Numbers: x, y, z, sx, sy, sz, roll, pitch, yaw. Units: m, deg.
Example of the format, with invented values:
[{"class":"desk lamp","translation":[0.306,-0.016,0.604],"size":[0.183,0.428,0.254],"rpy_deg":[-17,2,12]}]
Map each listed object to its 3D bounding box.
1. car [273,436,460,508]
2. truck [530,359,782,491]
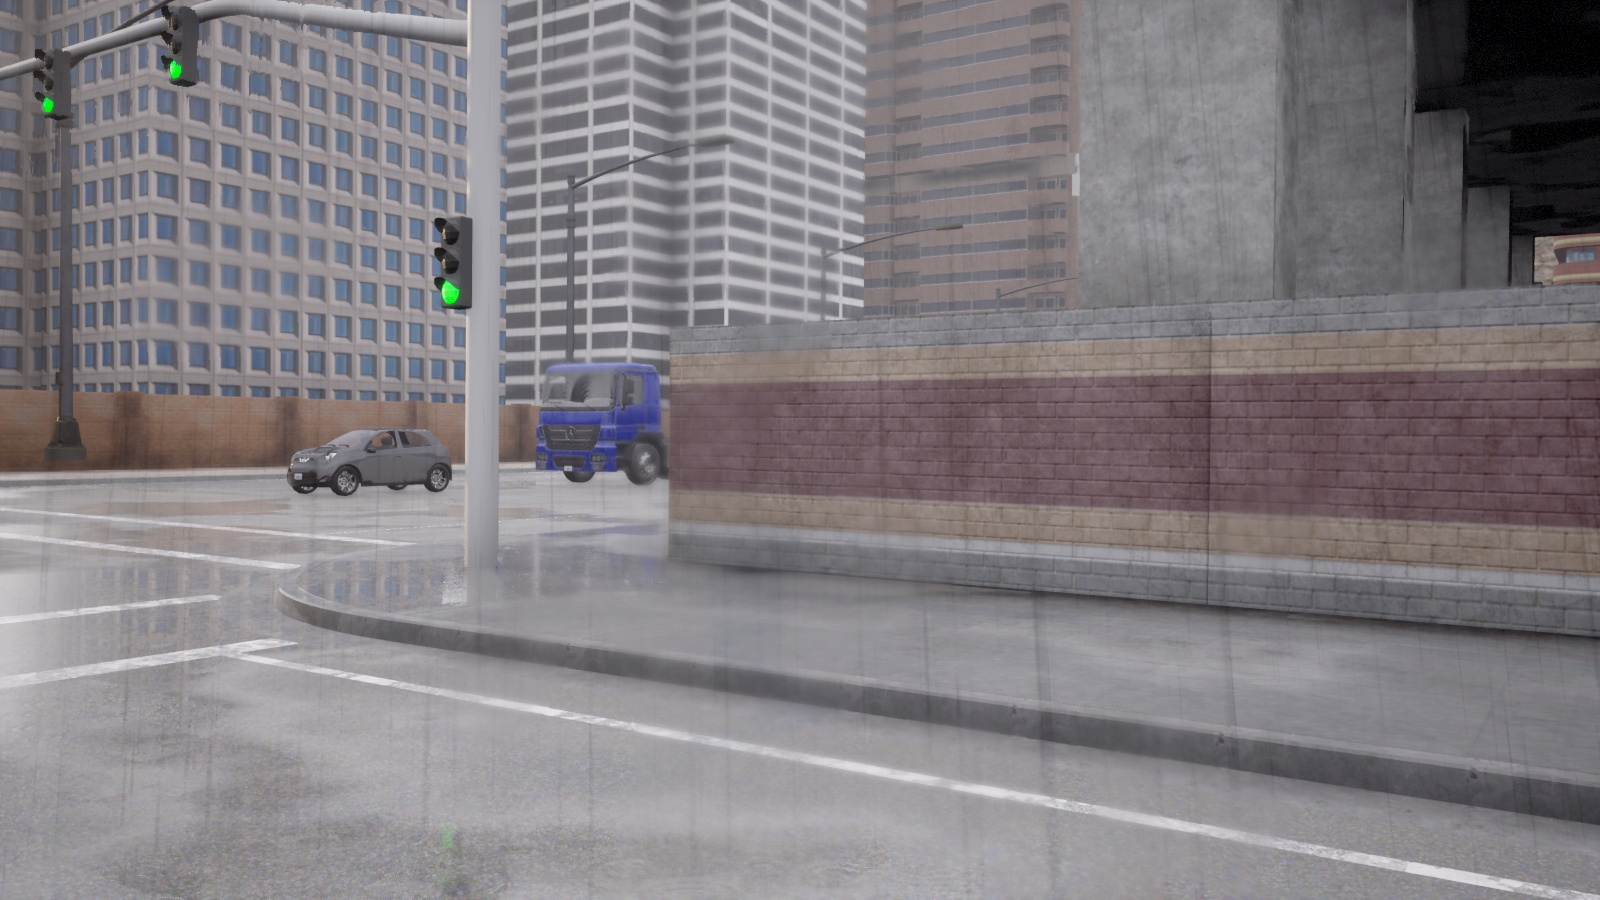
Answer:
[{"class":"car","translation":[-9.798,0.444,28.592],"size":[1.845,1.501,3.633],"rpy_deg":[0,1,34]},{"class":"truck","translation":[-4.016,-0.721,37.134],"size":[2.891,3.462,7.936],"rpy_deg":[0,1,34]}]
